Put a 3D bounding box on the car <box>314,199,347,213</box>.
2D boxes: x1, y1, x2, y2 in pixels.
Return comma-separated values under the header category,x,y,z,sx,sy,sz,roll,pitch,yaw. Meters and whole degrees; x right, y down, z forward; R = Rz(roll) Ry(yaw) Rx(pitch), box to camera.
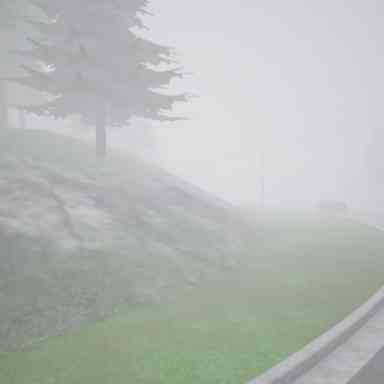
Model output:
category,x,y,z,sx,sy,sz,roll,pitch,yaw
car,15.800,1.510,38.323,1.882,1.535,5.008,0,0,-4
